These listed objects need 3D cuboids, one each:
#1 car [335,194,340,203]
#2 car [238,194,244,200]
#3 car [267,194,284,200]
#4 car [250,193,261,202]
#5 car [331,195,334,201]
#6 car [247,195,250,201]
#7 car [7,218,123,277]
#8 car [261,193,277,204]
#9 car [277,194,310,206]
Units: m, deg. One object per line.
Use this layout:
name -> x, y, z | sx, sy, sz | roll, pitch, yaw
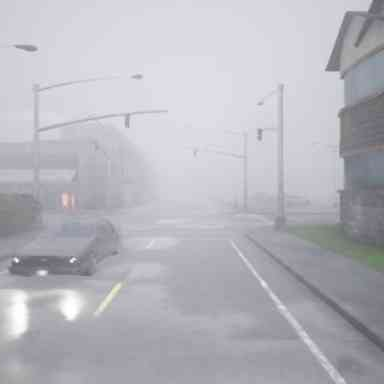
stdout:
car -> 21.533, 1.281, 43.099 | 4.514, 1.523, 2.007 | 0, 0, 0
car -> 13.874, 1.326, 87.461 | 3.633, 1.501, 1.845 | 0, 0, 0
car -> 21.295, 1.338, 84.482 | 3.806, 1.475, 1.970 | 0, 0, 0
car -> 14.154, 1.045, 65.971 | 3.866, 1.878, 1.905 | 0, 0, 0
car -> 32.290, 1.281, 72.492 | 3.633, 1.501, 1.845 | 0, 0, 0
car -> 13.741, 1.063, 68.877 | 4.605, 1.855, 1.932 | 0, 0, 0
car -> -3.532, 1.541, 10.552 | 2.033, 1.411, 5.357 | 0, 0, 1
car -> 14.158, 1.130, 53.177 | 5.027, 1.636, 2.152 | 0, 0, 0
car -> 14.483, 1.213, 46.759 | 3.806, 1.475, 1.970 | 0, 0, 0
